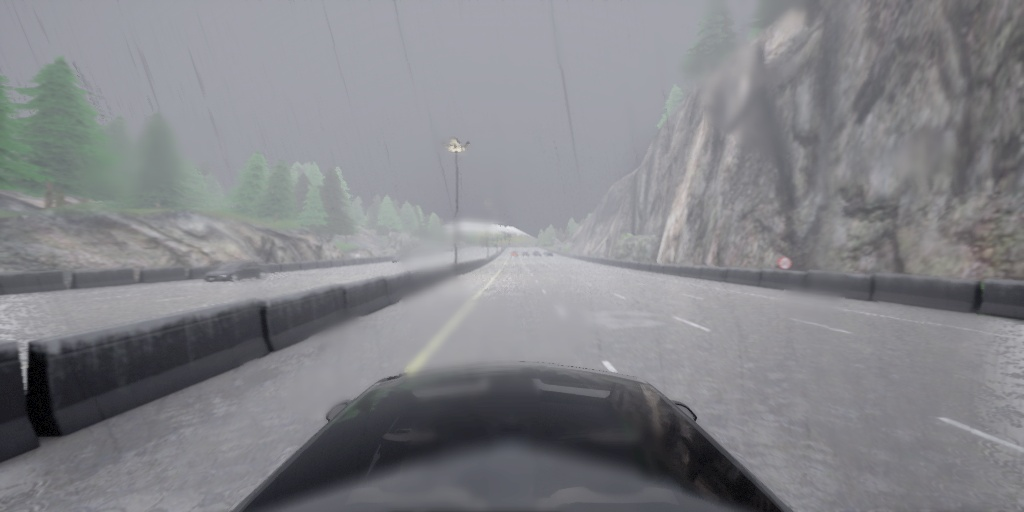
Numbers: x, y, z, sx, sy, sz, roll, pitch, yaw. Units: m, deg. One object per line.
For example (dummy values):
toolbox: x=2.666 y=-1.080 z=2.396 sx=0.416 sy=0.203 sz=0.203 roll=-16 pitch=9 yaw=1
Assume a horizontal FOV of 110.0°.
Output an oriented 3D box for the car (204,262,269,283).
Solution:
car: x=-20.854 y=1.266 z=27.365 sx=1.837 sy=1.490 sz=4.892 roll=0 pitch=2 yaw=0
